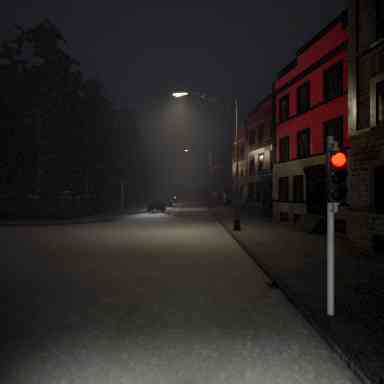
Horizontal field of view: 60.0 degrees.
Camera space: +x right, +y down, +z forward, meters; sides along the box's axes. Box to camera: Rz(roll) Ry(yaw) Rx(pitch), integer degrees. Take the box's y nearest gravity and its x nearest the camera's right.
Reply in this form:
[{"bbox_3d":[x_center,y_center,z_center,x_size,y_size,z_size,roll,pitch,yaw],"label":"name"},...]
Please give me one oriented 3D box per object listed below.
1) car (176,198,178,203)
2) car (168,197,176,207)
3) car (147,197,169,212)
[{"bbox_3d":[-3.923,1.601,67.309,1.895,1.301,4.718,0,0,0],"label":"car"},{"bbox_3d":[-4.036,1.492,50.685,2.128,1.511,4.902,0,0,0],"label":"car"},{"bbox_3d":[-4.056,1.601,38.731,1.895,1.301,4.718,0,0,0],"label":"car"}]
